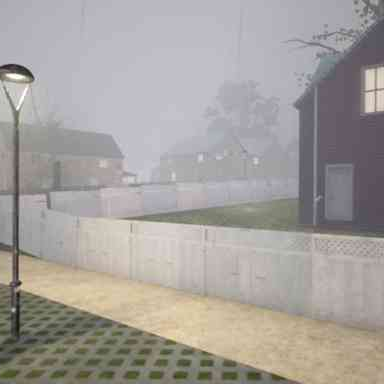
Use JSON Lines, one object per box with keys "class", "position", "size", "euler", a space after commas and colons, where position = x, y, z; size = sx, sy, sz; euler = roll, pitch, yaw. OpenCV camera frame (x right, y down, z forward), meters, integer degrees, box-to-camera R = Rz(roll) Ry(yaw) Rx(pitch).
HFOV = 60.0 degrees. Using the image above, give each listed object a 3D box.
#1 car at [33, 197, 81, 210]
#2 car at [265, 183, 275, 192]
{"class": "car", "position": [-9.155, 0.716, 23.339], "size": [4.718, 1.301, 1.895], "euler": [-4, 3, -40]}
{"class": "car", "position": [7.996, -0.537, 37.704], "size": [4.718, 1.301, 1.895], "euler": [-4, 3, -39]}
